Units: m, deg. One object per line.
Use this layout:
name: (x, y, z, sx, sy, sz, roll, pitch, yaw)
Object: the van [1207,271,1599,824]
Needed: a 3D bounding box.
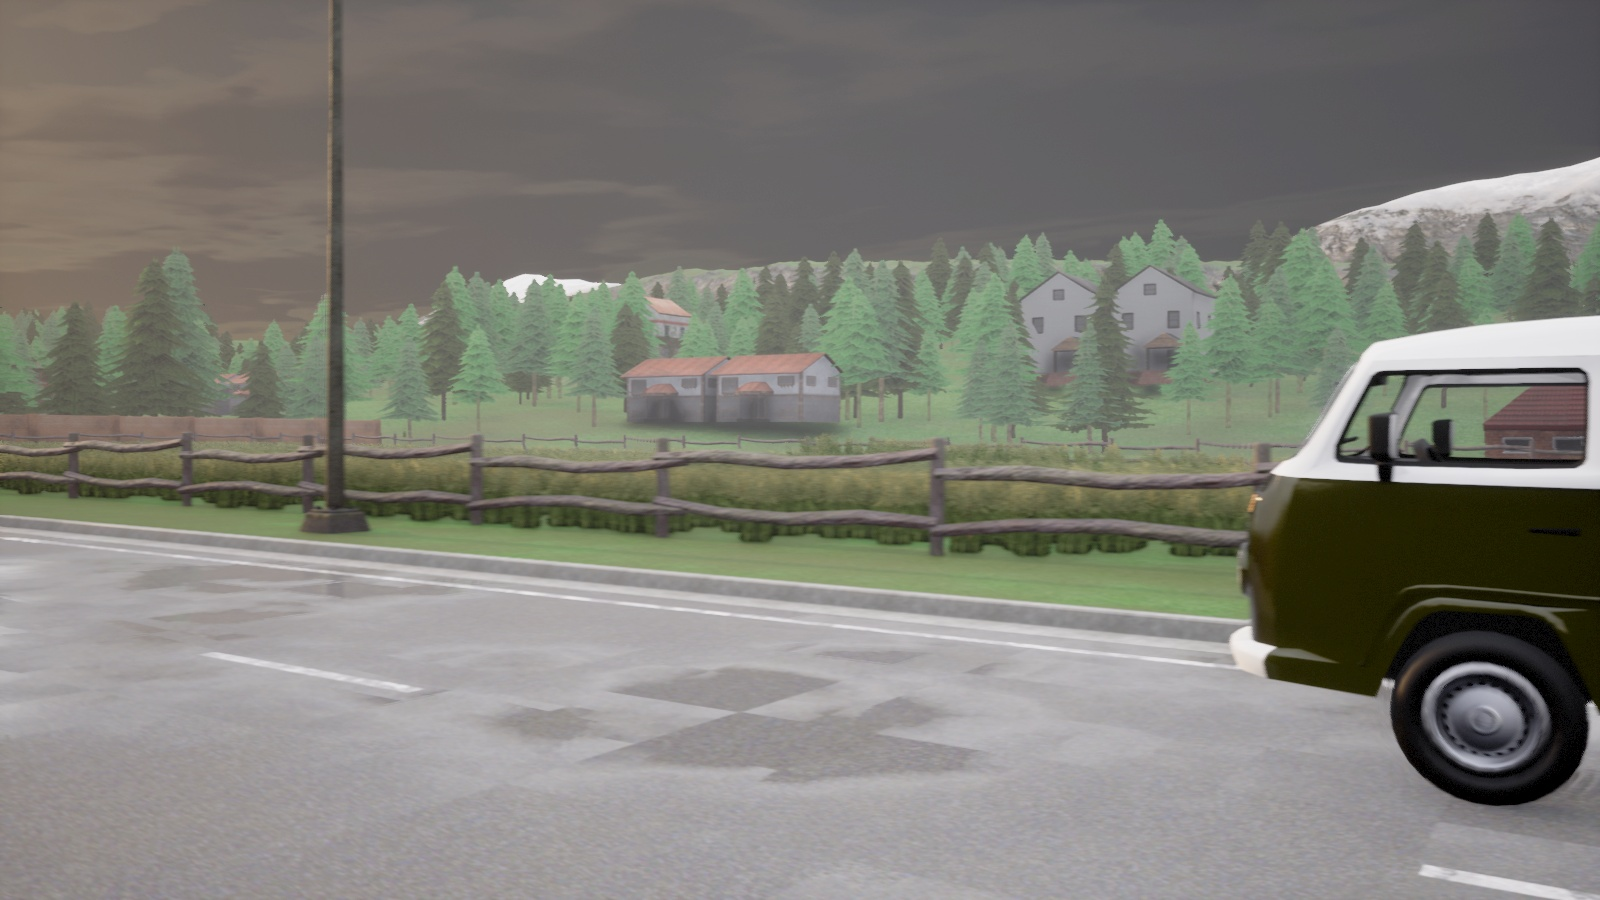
van: (4.194, 0.348, 5.033, 4.480, 2.038, 2.069, 0, 1, 34)
